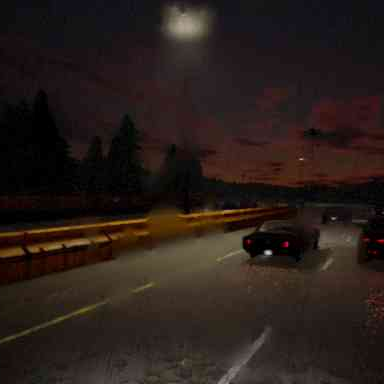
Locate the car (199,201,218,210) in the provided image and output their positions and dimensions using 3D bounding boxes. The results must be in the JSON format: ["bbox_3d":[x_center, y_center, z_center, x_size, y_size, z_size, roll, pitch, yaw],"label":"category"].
[{"bbox_3d":[2.971,2.309,57.524,2.033,1.411,5.357,-1,-1,22],"label":"car"}]

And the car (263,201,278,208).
[{"bbox_3d":[12.638,2.142,53.600,1.882,1.535,5.008,0,-1,21],"label":"car"}]

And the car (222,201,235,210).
[{"bbox_3d":[6.471,2.302,57.021,1.994,1.385,4.181,-1,-1,21],"label":"car"}]

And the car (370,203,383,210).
[{"bbox_3d":[14.483,1.619,24.727,2.097,1.767,4.553,-1,-1,30],"label":"car"}]

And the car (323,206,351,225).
[{"bbox_3d":[11.853,1.838,27.162,1.812,1.442,4.674,-1,-1,30],"label":"car"}]

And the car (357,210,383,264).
[{"bbox_3d":[7.036,1.635,11.845,1.837,1.490,4.892,-1,-1,31],"label":"car"}]

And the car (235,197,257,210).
[{"bbox_3d":[9.240,1.913,54.475,2.150,2.045,5.566,0,-1,22],"label":"car"}]

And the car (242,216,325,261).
[{"bbox_3d":[3.684,1.761,13.057,1.895,1.301,4.718,-1,-1,31],"label":"car"}]
